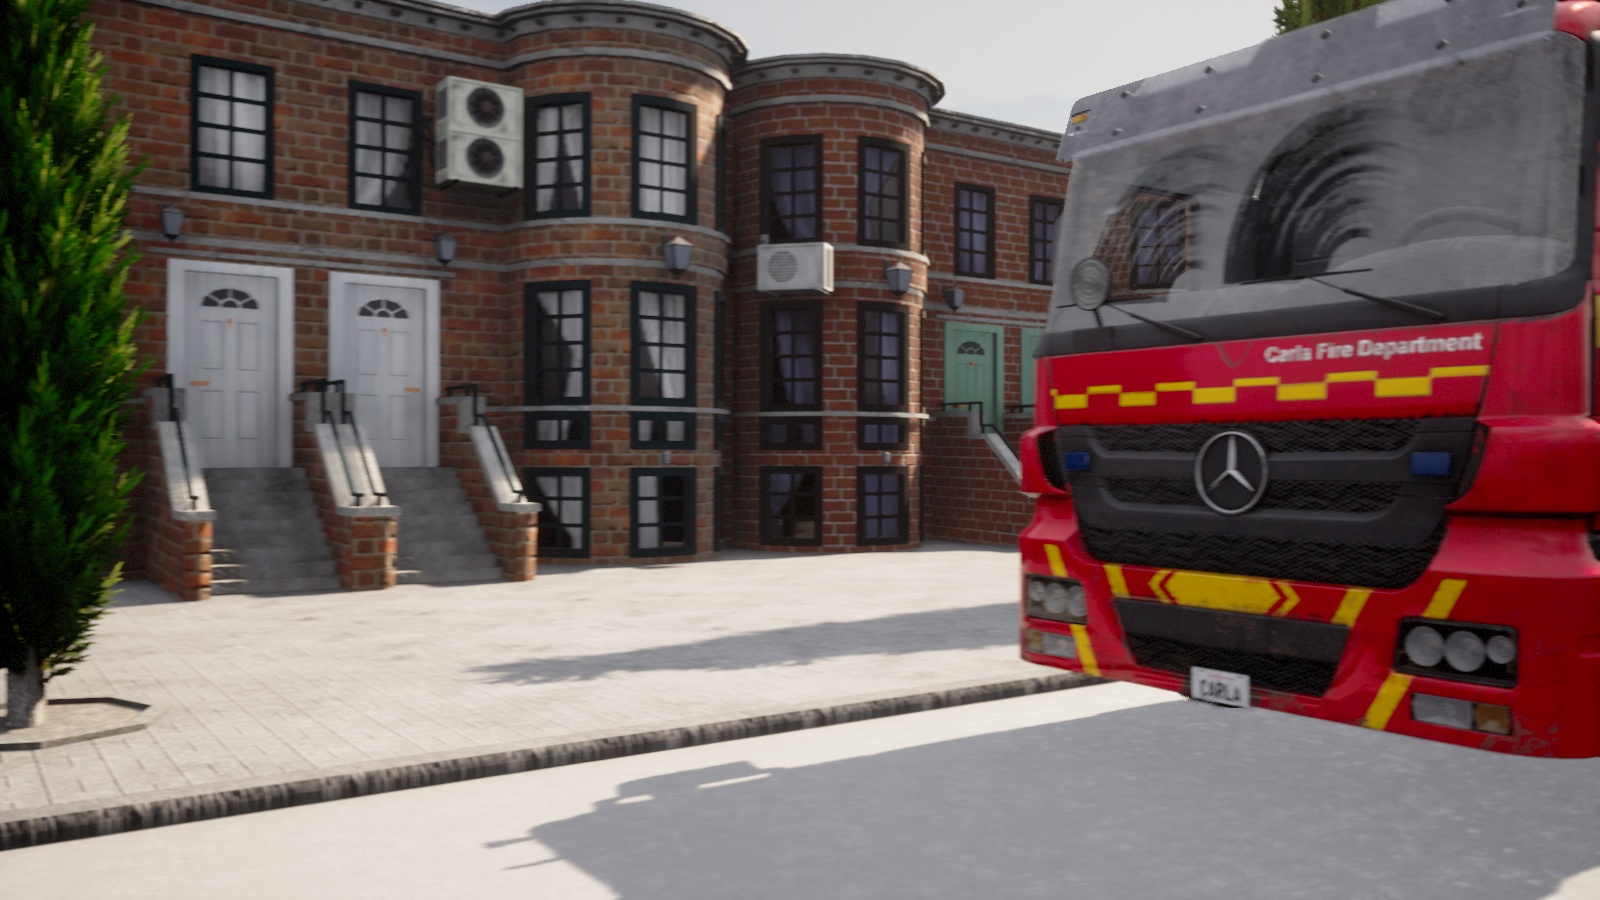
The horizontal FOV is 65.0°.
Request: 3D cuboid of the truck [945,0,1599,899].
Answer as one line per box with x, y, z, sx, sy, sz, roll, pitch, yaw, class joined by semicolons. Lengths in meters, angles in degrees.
5.066;-0.411;7.799;8.468;3.827;2.891;0;0;-35;truck
